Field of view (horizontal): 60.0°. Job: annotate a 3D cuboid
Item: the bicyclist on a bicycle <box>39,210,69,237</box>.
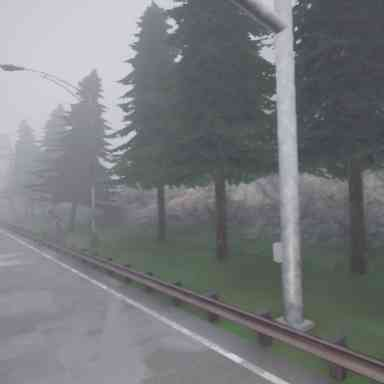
[{"bbox_3d":[-7.906,1.852,19.068,1.656,1.620,0.582,-1,-1,-36],"label":"bicyclist on a bicycle"}]
